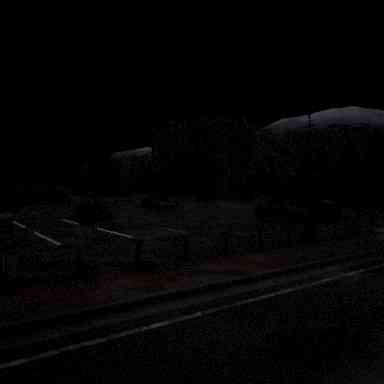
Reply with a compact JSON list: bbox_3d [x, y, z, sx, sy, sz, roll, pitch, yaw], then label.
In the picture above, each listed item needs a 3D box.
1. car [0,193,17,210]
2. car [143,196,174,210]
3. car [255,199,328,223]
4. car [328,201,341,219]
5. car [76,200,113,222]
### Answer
[{"bbox_3d":[-20.876,1.094,36.970,1.932,1.855,4.605,0,0,-36],"label":"car"},{"bbox_3d":[-3.802,1.381,39.979,1.970,1.475,3.806,0,0,-36],"label":"car"},{"bbox_3d":[7.008,1.327,24.762,2.152,1.636,5.027,0,0,-36],"label":"car"},{"bbox_3d":[9.520,1.337,26.641,2.007,1.523,4.514,0,0,-36],"label":"car"},{"bbox_3d":[-7.088,1.316,24.046,1.845,1.501,3.633,0,0,-36],"label":"car"}]
